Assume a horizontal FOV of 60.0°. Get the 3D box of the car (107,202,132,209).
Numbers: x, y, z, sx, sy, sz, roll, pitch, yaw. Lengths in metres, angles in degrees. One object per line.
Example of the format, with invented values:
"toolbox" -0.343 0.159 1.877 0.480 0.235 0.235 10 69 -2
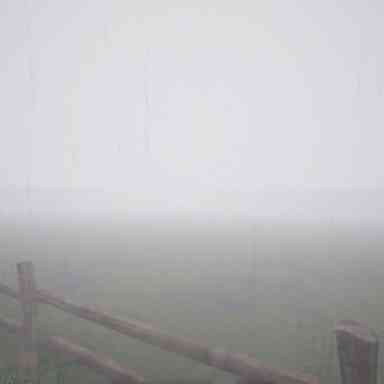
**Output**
"car" -13.752 2.581 63.065 1.895 1.301 4.718 -1 -2 37
